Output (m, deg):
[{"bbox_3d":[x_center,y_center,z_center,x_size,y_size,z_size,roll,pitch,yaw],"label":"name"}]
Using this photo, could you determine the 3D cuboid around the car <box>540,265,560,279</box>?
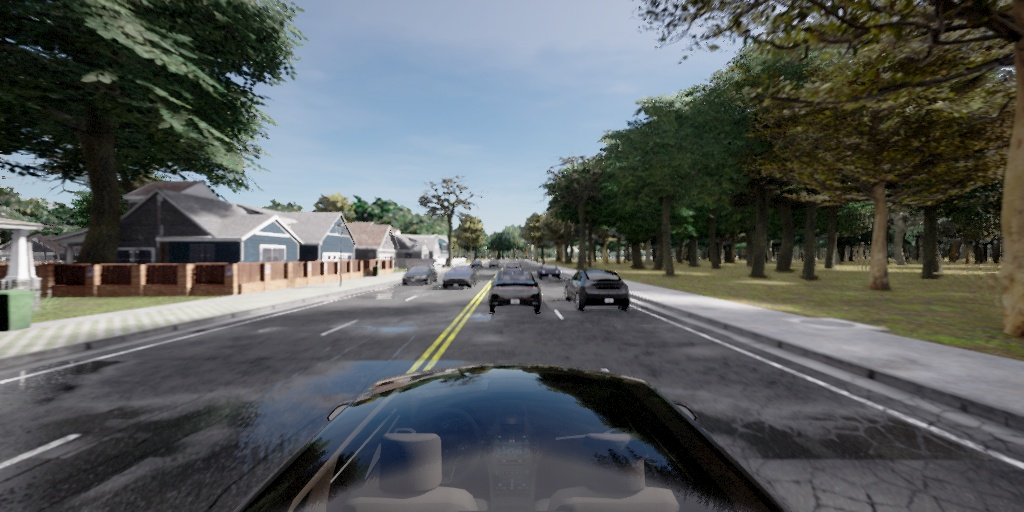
[{"bbox_3d":[3.354,1.448,33.687,1.895,1.301,4.718,0,0,0],"label":"car"}]

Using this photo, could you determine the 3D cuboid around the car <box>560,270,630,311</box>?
[{"bbox_3d":[3.352,1.297,14.789,1.837,1.490,4.892,0,0,0],"label":"car"}]

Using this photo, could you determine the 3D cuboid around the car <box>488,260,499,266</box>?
[{"bbox_3d":[-3.271,1.433,65.270,1.837,1.490,4.892,0,0,1],"label":"car"}]

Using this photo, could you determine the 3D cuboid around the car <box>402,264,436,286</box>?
[{"bbox_3d":[-6.596,1.352,26.246,1.812,1.442,4.674,0,0,0],"label":"car"}]

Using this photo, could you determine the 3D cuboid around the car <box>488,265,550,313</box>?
[{"bbox_3d":[0.103,1.282,14.154,2.128,1.511,4.902,0,0,0],"label":"car"}]

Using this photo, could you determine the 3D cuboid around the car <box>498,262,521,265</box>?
[{"bbox_3d":[0.103,1.338,33.441,2.128,1.511,4.902,0,0,0],"label":"car"}]

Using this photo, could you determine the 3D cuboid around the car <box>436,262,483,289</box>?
[{"bbox_3d":[-3.349,1.368,24.022,2.033,1.411,5.357,0,0,0],"label":"car"}]
